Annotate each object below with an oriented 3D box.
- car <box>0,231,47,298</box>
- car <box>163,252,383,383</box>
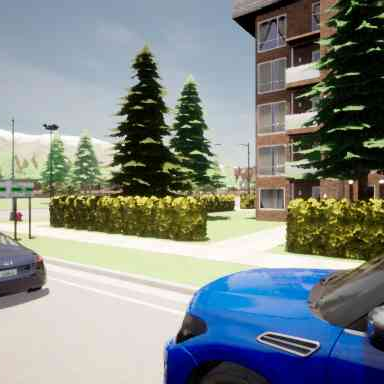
[{"bbox_3d":[-5.238,1.564,7.698,4.181,1.385,1.994,0,0,36],"label":"car"},{"bbox_3d":[2.377,1.221,2.293,5.566,2.045,2.150,0,0,36],"label":"car"}]
